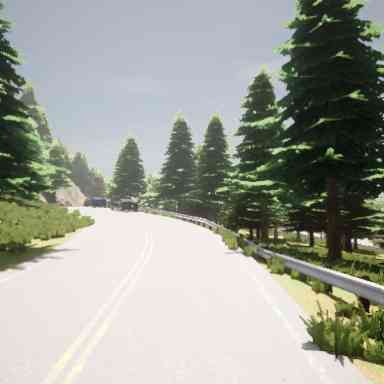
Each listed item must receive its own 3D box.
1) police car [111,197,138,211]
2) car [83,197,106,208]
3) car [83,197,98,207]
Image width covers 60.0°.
[{"bbox_3d":[-8.195,1.427,39.910,1.930,1.638,5.238,3,-1,-33],"label":"police car"},{"bbox_3d":[-13.806,1.437,47.931,1.882,1.535,5.008,3,-2,-30],"label":"car"},{"bbox_3d":[-16.229,1.698,52.985,1.812,1.442,4.674,2,-4,-21],"label":"car"}]
